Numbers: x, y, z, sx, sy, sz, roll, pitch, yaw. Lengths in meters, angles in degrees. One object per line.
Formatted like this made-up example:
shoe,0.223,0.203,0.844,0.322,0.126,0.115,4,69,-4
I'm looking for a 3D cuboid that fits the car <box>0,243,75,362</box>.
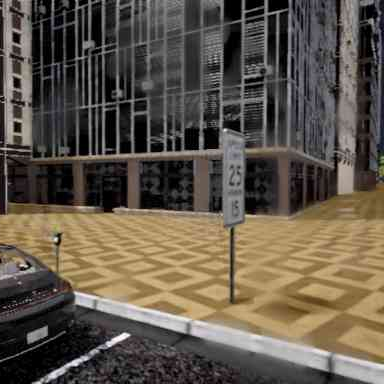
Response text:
car,-3.708,1.474,5.137,4.403,1.369,2.008,0,2,32
